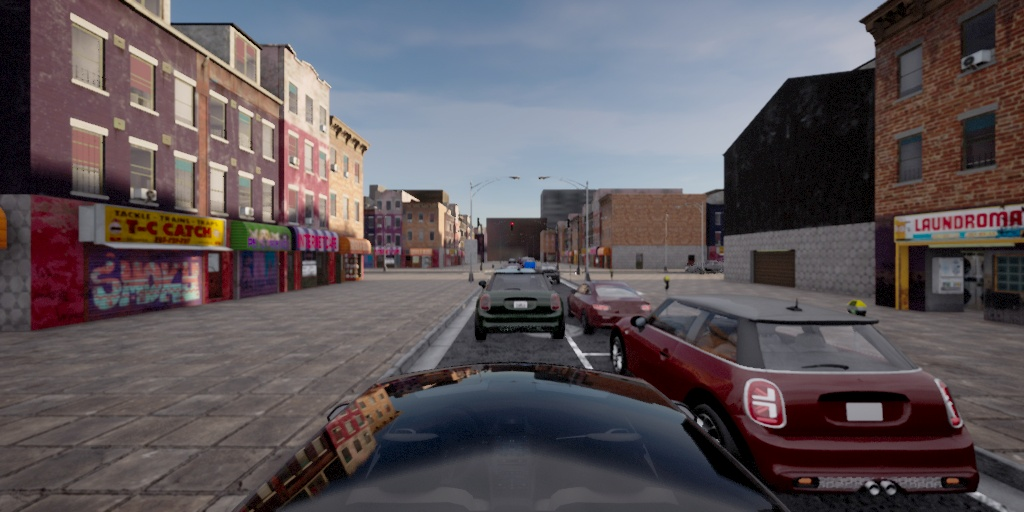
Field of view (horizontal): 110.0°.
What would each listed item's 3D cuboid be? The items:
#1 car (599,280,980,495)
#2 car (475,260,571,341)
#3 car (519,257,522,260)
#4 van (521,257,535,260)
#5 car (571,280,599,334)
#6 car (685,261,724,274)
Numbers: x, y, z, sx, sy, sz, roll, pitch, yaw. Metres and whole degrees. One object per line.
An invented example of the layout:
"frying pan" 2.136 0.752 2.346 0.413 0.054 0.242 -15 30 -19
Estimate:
"car" 2.639 1.190 4.623 1.967 1.591 4.097 0 0 0
"car" 0.122 1.104 10.096 2.097 1.767 4.553 0 0 -2
"car" 2.679 1.293 59.816 1.967 1.591 4.097 0 0 0
"van" 2.675 1.179 54.341 1.690 1.789 3.998 0 0 0
"car" 2.643 1.334 10.302 1.802 1.307 4.207 0 0 0
"car" 22.997 1.301 42.334 4.902 1.511 2.128 0 0 0
